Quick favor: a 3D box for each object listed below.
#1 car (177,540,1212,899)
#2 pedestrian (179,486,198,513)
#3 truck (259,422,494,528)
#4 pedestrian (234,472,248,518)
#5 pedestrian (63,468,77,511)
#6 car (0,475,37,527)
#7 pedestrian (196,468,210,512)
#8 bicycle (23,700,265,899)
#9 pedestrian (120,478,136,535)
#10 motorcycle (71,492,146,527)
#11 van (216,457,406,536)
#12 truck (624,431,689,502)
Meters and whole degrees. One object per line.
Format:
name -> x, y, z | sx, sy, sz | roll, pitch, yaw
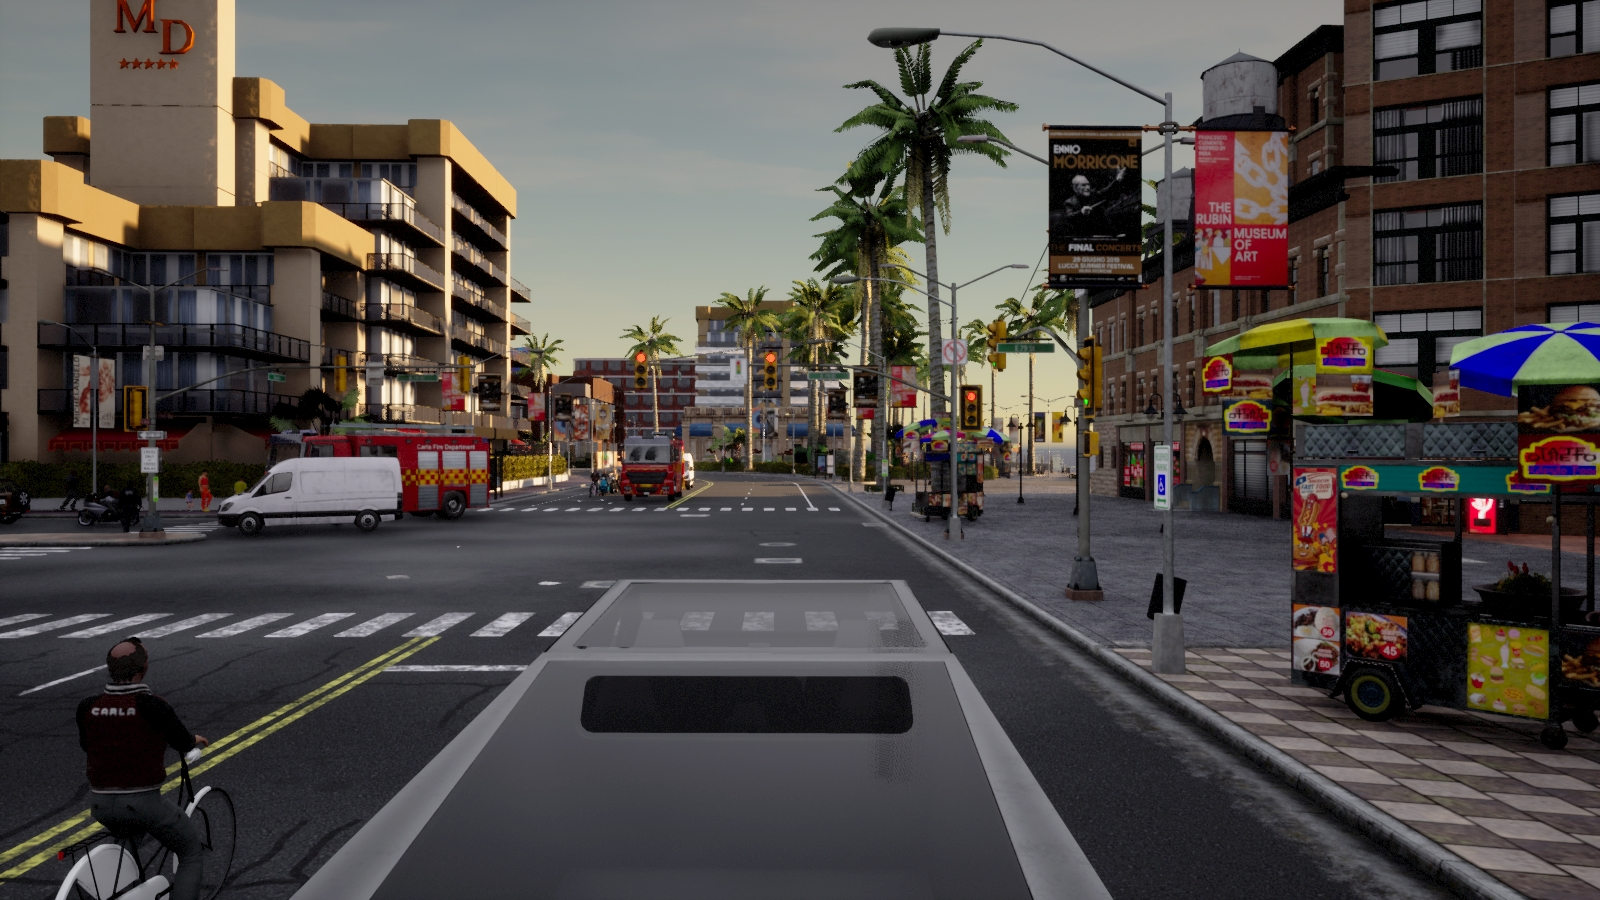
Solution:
car -> -0.214, 1.754, 5.773 | 2.390, 2.098, 6.274 | 0, 0, 1
pedestrian -> -25.588, 2.077, 47.806 | 0.500, 1.100, 0.500 | 0, 0, 11
truck -> -16.585, 0.890, 45.386 | 2.891, 3.827, 8.468 | 0, 0, 40
pedestrian -> -22.784, 1.848, 46.561 | 0.375, 1.860, 0.375 | 0, 0, 8
pedestrian -> -31.482, 1.698, 49.276 | 0.375, 1.860, 0.375 | 0, 0, -7
car -> -31.074, 1.864, 42.073 | 4.605, 1.855, 1.932 | 0, 0, -2
pedestrian -> -25.279, 1.696, 48.416 | 0.375, 1.860, 0.375 | 0, 0, 12
bicycle -> -3.625, 2.210, 6.485 | 0.329, 1.171, 1.835 | 0, 0, 0
pedestrian -> -22.104, 1.848, 37.573 | 0.375, 1.860, 0.375 | 0, 0, -18
motorcycle -> -25.598, 2.205, 42.324 | 2.209, 1.251, 0.867 | 0, 0, -5
van -> -16.909, 1.534, 39.655 | 5.915, 2.561, 1.988 | 0, 0, -25
truck -> -8.113, 0.890, 65.657 | 2.891, 3.827, 8.468 | 0, 0, -1
